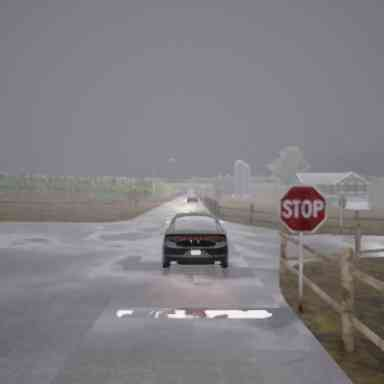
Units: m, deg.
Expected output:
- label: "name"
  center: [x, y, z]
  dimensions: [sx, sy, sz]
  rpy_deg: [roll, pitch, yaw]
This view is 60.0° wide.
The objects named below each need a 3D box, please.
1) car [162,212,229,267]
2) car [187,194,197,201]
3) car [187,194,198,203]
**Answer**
- label: "car"
  center: [0.096, 1.411, 11.199]
  dimensions: [1.882, 1.535, 5.008]
  rpy_deg: [0, 1, 0]
- label: "car"
  center: [-0.018, 1.224, 73.195]
  dimensions: [2.128, 1.511, 4.902]
  rpy_deg: [0, 0, 0]
- label: "car"
  center: [0.082, 1.230, 60.381]
  dimensions: [1.882, 1.535, 5.008]
  rpy_deg: [0, 0, 0]
